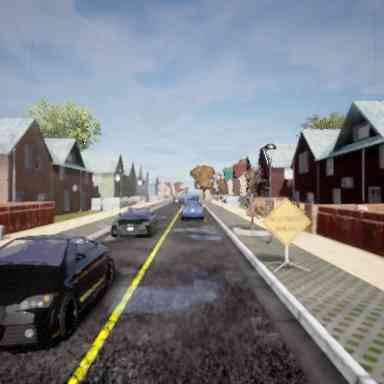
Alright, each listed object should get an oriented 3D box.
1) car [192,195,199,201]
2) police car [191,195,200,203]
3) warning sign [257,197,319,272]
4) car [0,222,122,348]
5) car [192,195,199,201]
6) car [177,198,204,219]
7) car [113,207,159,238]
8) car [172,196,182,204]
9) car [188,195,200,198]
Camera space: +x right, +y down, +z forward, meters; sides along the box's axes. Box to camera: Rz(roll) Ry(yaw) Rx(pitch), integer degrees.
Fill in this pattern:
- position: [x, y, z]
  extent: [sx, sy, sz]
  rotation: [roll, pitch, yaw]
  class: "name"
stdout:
- position: [0.826, 1.606, 83.846]
  extent: [1.812, 1.442, 4.674]
  rotation: [0, 0, 0]
  class: "car"
- position: [0.826, 1.450, 73.957]
  extent: [1.930, 1.638, 5.238]
  rotation: [0, 0, 0]
  class: "police car"
- position: [2.507, 1.076, 8.850]
  extent: [1.300, 1.860, 1.060]
  rotation: [-1, -1, 0]
  class: "warning sign"
- position: [-2.848, 1.535, 6.341]
  extent: [1.994, 1.385, 4.181]
  rotation: [0, 0, 0]
  class: "car"
- position: [0.825, 1.619, 89.846]
  extent: [1.837, 1.490, 4.892]
  rotation: [0, 0, 0]
  class: "car"
- position: [0.059, 1.462, 27.841]
  extent: [2.033, 1.411, 5.357]
  rotation: [0, 0, 0]
  class: "car"
- position: [-2.834, 1.501, 17.286]
  extent: [1.994, 1.385, 4.181]
  rotation: [0, 0, 0]
  class: "car"
- position: [-2.770, 1.465, 63.639]
  extent: [2.128, 1.511, 4.902]
  rotation: [0, 0, 0]
  class: "car"
- position: [0.065, 1.390, 44.009]
  extent: [1.882, 1.535, 5.008]
  rotation: [0, 0, 0]
  class: "car"
